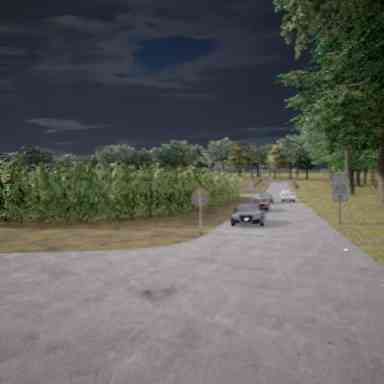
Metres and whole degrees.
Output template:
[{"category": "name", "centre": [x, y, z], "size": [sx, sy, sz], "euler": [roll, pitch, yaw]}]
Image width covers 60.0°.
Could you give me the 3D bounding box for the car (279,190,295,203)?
[{"category": "car", "centre": [13.214, 0.743, 45.906], "size": [1.895, 1.301, 4.718], "euler": [-1, 1, 15]}]

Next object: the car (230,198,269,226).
[{"category": "car", "centre": [3.681, 1.372, 21.475], "size": [1.994, 1.385, 4.181], "euler": [-1, 1, 14]}]

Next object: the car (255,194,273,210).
[{"category": "car", "centre": [6.493, 1.186, 32.047], "size": [1.895, 1.301, 4.718], "euler": [-1, 1, 15]}]

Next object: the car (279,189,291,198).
[{"category": "car", "centre": [16.521, 0.307, 59.228], "size": [1.812, 1.442, 4.674], "euler": [-1, 1, 11]}]
